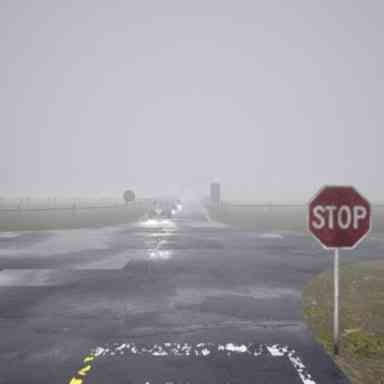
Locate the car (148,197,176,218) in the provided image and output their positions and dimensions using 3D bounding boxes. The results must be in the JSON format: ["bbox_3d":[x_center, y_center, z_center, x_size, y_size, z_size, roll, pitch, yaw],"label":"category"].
[{"bbox_3d":[-2.783,1.458,29.732,2.128,1.511,4.902,0,0,-1],"label":"car"}]

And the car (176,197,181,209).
[{"bbox_3d":[-2.794,1.486,41.493,2.033,1.411,5.357,0,0,0],"label":"car"}]
